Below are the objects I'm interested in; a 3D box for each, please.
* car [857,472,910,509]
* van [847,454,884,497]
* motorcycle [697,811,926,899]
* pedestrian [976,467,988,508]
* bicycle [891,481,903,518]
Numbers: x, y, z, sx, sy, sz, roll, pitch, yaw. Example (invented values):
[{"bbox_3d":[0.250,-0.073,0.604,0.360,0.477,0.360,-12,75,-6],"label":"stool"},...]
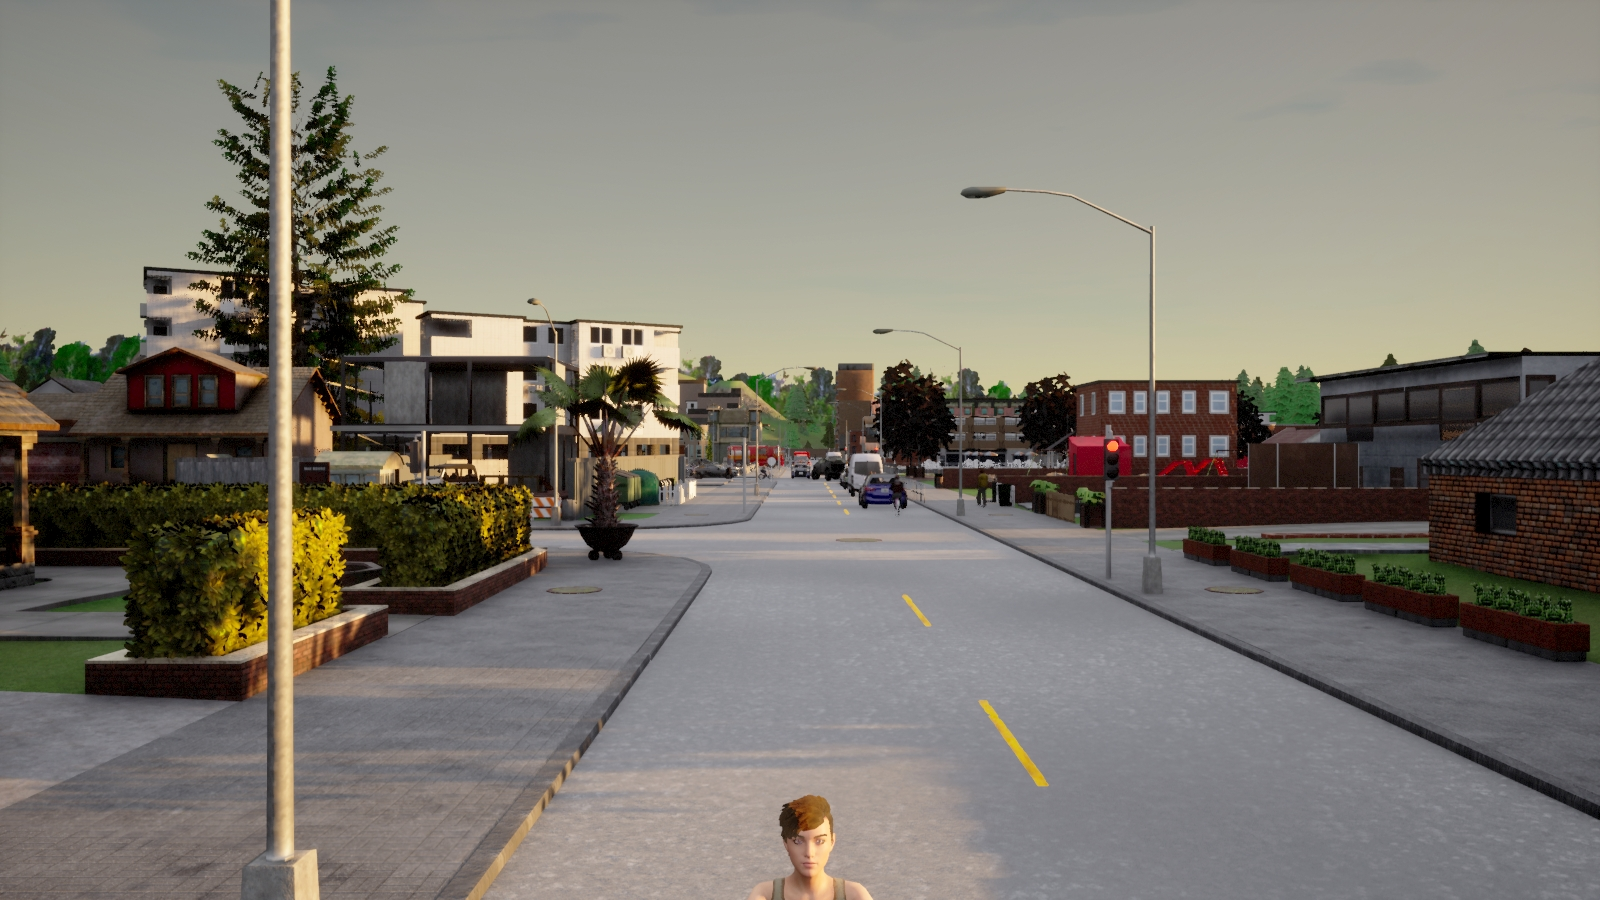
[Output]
[{"bbox_3d":[4.046,1.967,56.171,2.242,1.667,4.611,0,0,0],"label":"car"},{"bbox_3d":[4.045,1.533,71.351,1.988,2.561,5.915,0,0,0],"label":"van"},{"bbox_3d":[0.039,2.155,3.558,0.764,1.307,2.356,0,0,0],"label":"motorcycle"},{"bbox_3d":[8.428,1.744,52.918,0.375,1.860,0.375,0,0,-24],"label":"pedestrian"},{"bbox_3d":[4.086,2.060,48.117,0.329,1.471,1.835,0,0,0],"label":"bicycle"}]
